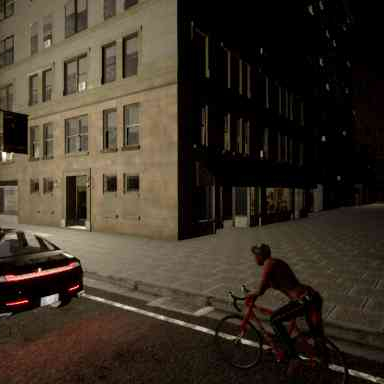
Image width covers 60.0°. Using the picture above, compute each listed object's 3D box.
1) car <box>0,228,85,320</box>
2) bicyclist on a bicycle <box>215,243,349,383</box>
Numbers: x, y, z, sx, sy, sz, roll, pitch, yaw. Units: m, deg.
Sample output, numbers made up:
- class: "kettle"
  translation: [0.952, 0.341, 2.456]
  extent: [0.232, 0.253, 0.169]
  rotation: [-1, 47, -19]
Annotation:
- class: "car"
  translation: [-4.210, 1.493, 6.692]
  extent: [4.902, 1.511, 2.128]
  rotation: [0, 0, 36]
- class: "bicyclist on a bicycle"
  translation: [0.976, 1.453, 3.968]
  extent: [1.656, 1.620, 0.582]
  rotation: [0, 0, 36]
